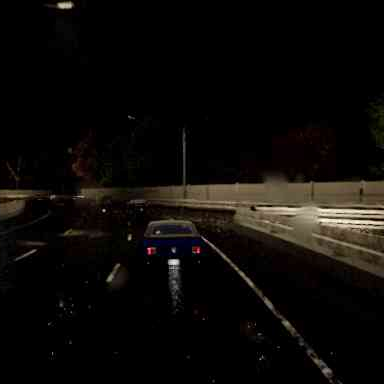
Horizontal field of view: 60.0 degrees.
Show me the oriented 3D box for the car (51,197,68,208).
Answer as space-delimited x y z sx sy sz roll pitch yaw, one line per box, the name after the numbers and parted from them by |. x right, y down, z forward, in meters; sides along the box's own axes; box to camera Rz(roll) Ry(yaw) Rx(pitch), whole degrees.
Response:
-19.727 1.571 49.614 1.837 1.490 4.892 0 0 -28 | car

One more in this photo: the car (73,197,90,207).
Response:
-17.771 1.579 53.407 1.812 1.442 4.674 0 0 -29 | car

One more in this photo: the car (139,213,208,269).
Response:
-0.716 1.595 11.135 1.895 1.301 4.718 0 0 -6 | car

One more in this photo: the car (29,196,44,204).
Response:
-31.521 1.644 67.289 2.128 1.511 4.902 0 0 -42 | car

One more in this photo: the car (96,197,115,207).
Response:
-14.042 1.577 53.863 1.994 1.385 4.181 -1 0 -28 | car

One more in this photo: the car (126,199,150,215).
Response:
-5.660 1.493 34.576 2.128 1.511 4.902 0 0 -18 | car

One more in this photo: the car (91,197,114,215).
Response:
-9.252 1.527 34.280 1.837 1.490 4.892 0 0 -19 | car
